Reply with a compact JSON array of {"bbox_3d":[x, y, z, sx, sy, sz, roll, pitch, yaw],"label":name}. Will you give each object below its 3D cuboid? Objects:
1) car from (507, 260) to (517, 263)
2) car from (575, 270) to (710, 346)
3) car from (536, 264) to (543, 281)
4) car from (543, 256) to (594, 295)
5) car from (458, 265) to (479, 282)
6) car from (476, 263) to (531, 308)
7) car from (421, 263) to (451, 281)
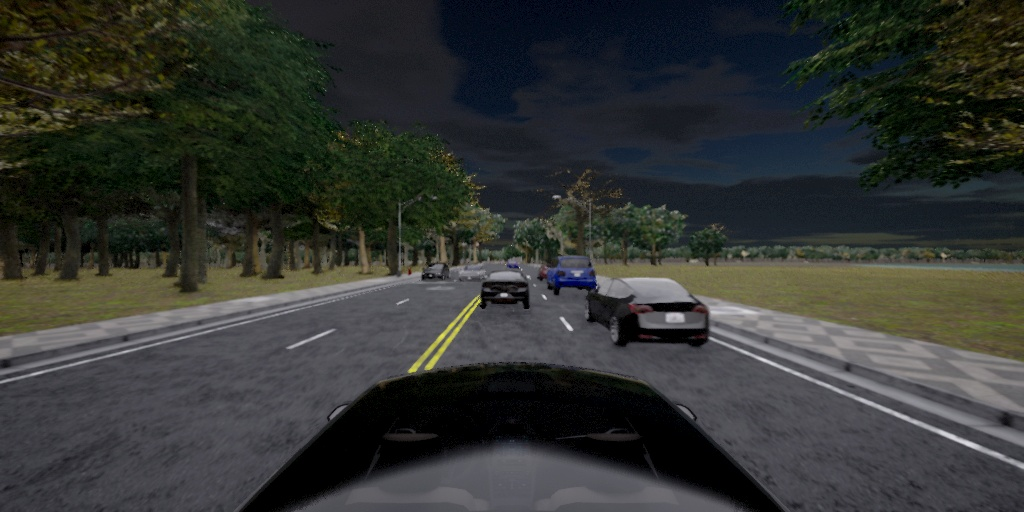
[{"bbox_3d":[0.075,1.528,58.524,1.882,1.535,5.008,0,0,0],"label":"car"},{"bbox_3d":[3.247,1.279,9.485,2.163,1.488,4.792,0,0,0],"label":"car"},{"bbox_3d":[3.239,1.390,31.457,1.812,1.442,4.674,0,0,0],"label":"car"},{"bbox_3d":[3.243,1.035,20.487,2.150,2.045,5.566,0,0,0],"label":"car"},{"bbox_3d":[-3.359,1.459,30.445,1.895,1.301,4.718,0,0,0],"label":"car"},{"bbox_3d":[-0.225,1.272,15.539,1.882,1.535,5.008,0,0,1],"label":"car"},{"bbox_3d":[-6.608,1.369,31.518,1.837,1.490,4.892,0,0,0],"label":"car"}]
